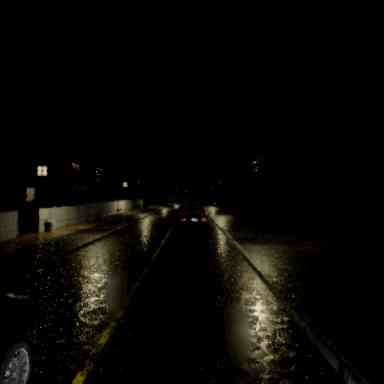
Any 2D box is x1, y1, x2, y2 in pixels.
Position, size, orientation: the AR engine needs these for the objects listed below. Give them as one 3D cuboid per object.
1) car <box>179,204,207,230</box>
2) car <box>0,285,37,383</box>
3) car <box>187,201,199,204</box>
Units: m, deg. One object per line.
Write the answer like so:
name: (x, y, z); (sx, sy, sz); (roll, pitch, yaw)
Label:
car: (0.089, 1.773, 22.810); (2.033, 1.411, 5.357); (0, -1, 0)
car: (-2.751, 1.550, 2.246); (1.812, 1.442, 4.674); (0, -1, 0)
car: (0.088, 1.905, 40.876); (1.837, 1.490, 4.892); (0, -1, 0)
